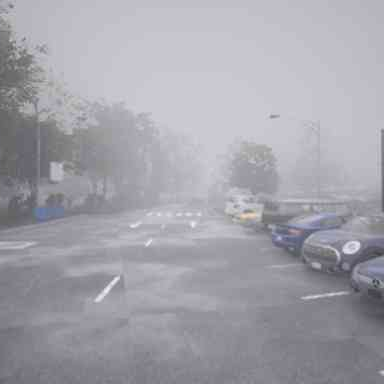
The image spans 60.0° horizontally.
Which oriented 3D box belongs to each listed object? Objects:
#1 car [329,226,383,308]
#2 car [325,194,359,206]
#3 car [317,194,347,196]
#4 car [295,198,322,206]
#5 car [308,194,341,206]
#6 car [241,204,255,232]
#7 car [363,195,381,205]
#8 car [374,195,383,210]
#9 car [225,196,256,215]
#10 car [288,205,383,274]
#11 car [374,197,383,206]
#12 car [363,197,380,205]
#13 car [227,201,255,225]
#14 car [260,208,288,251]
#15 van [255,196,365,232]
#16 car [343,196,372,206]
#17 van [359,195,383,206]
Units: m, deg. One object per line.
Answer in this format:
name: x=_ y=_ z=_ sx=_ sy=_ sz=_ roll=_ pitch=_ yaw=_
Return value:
car: x=5.390 y=1.549 z=6.609 sx=4.674 sy=1.452 sz=2.002 roll=1 pitch=0 yaw=-20
car: x=27.233 y=1.479 z=60.761 sx=2.435 sy=2.045 sz=5.566 roll=1 pitch=-1 yaw=-21
car: x=18.497 y=1.405 z=43.609 sx=2.435 sy=2.045 sz=5.566 roll=0 pitch=0 yaw=-21
car: x=21.150 y=1.755 z=60.660 sx=2.163 sy=1.488 sz=4.792 roll=0 pitch=-1 yaw=-21
car: x=24.173 y=1.477 z=60.734 sx=2.435 sy=2.045 sz=5.566 roll=0 pitch=-1 yaw=-21
car: x=5.444 y=1.591 z=18.623 sx=4.674 sy=1.452 sz=2.002 roll=1 pitch=0 yaw=-20
car: x=24.378 y=1.410 z=43.786 sx=2.435 sy=2.045 sz=5.566 roll=0 pitch=1 yaw=-21
car: x=27.337 y=1.413 z=43.850 sx=2.435 sy=2.045 sz=5.566 roll=0 pitch=1 yaw=-21
car: x=5.480 y=1.333 z=27.659 sx=5.566 sy=2.045 sz=2.435 roll=1 pitch=0 yaw=-20
car: x=5.439 y=1.394 z=9.618 sx=4.553 sy=1.767 sz=2.185 roll=1 pitch=0 yaw=-20
car: x=36.279 y=1.739 z=60.985 sx=2.231 sy=1.521 sz=4.892 roll=1 pitch=-1 yaw=-21
car: x=21.412 y=1.688 z=43.714 sx=2.163 sy=1.488 sz=4.792 roll=0 pitch=1 yaw=-21
car: x=5.271 y=1.557 z=21.565 sx=5.366 sy=1.575 sz=1.946 roll=1 pitch=0 yaw=-20
car: x=5.410 y=1.529 z=12.621 sx=5.008 sy=1.535 sz=2.097 roll=1 pitch=0 yaw=-20
van: x=5.541 y=1.316 z=15.666 sx=4.442 sy=1.987 sz=1.878 roll=1 pitch=0 yaw=-20
car: x=30.230 y=1.608 z=60.879 sx=2.185 sy=1.767 sz=4.553 roll=1 pitch=-1 yaw=-21
van: x=33.210 y=1.512 z=61.022 sx=1.878 sy=1.987 sz=4.442 roll=0 pitch=-1 yaw=-21
